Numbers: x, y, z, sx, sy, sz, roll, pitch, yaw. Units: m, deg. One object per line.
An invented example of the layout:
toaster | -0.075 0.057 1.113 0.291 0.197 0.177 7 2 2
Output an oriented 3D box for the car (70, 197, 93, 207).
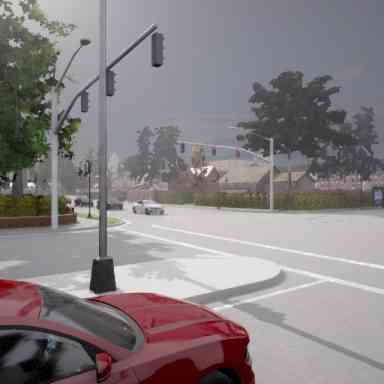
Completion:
car | -16.601 1.505 50.950 1.837 1.490 4.892 0 0 -36

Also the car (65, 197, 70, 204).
car | -23.037 1.564 59.900 1.994 1.385 4.181 0 0 -35

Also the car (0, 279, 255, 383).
car | -1.680 1.478 2.570 5.008 1.535 1.882 0 0 -35

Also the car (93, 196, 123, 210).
car | -10.537 1.352 42.572 2.097 1.767 4.553 0 0 -36

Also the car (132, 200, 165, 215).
car | -4.618 1.526 34.389 1.812 1.442 4.674 0 0 -35
